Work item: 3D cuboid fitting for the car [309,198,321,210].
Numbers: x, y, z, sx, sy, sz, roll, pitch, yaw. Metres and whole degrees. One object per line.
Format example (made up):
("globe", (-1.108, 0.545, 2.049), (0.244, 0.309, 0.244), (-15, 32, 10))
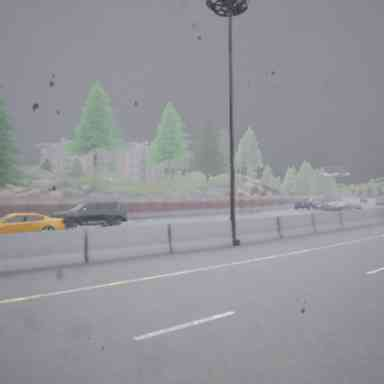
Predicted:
("car", (20.819, 2.123, 52.718), (2.128, 1.511, 4.902), (-1, -1, 37))

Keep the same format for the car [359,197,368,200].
("car", (41.680, 2.046, 80.859), (1.837, 1.490, 4.892), (-1, -1, 29))

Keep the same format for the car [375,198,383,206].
("car", (39.251, 1.994, 69.062), (2.097, 1.767, 4.553), (-1, -1, 29))

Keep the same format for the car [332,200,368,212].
("car", (18.747, 1.976, 39.044), (2.033, 1.411, 5.357), (-2, -1, 42))

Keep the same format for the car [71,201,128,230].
("car", (-7.467, 1.719, 24.493), (5.566, 2.045, 2.150), (0, -1, -37))

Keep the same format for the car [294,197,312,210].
("car", (19.136, 1.929, 56.280), (2.150, 2.045, 5.566), (-1, -1, 37))

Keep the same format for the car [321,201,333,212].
("car", (19.765, 2.052, 45.687), (1.812, 1.442, 4.674), (-1, -1, 40))

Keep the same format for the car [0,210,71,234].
("car", (-9.743, 1.905, 18.606), (5.008, 1.535, 1.882), (0, -1, -35))

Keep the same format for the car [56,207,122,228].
("car", (-8.608, 2.062, 28.031), (4.902, 1.511, 2.128), (0, -1, -37))
